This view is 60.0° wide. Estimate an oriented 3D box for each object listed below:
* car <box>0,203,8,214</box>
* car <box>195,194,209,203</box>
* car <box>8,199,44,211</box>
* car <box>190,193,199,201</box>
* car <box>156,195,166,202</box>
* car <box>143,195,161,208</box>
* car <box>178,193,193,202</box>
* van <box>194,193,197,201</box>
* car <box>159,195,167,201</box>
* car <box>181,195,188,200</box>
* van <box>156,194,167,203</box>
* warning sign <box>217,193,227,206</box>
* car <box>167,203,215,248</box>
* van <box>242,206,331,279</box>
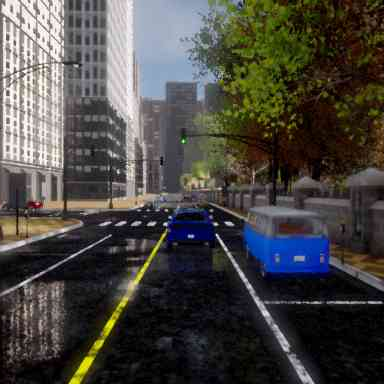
[{"bbox_3d":[-18.293,1.396,27.955,4.206,1.307,1.802,1,0,3],"label":"car"},{"bbox_3d":[1.811,1.505,53.449,1.752,1.417,4.829,0,0,-2],"label":"car"},{"bbox_3d":[-18.281,1.374,36.068,4.206,1.307,1.802,1,0,3],"label":"car"},{"bbox_3d":[0.602,1.264,86.532,2.192,1.841,5.009,0,0,-3],"label":"car"},{"bbox_3d":[-6.946,1.506,75.059,1.887,1.381,4.507,0,0,-2],"label":"car"},{"bbox_3d":[-5.911,1.534,47.347,2.008,1.369,4.403,0,0,-1],"label":"car"},{"bbox_3d":[-1.456,1.372,74.425,2.128,1.511,4.902,0,0,-2],"label":"car"},{"bbox_3d":[1.653,1.316,58.821,1.690,1.788,3.998,0,0,-2],"label":"van"},{"bbox_3d":[-7.414,1.494,86.146,1.887,1.381,4.507,0,0,-3],"label":"car"},{"bbox_3d":[-2.042,1.374,88.204,1.895,1.301,4.718,0,0,-3],"label":"car"},{"bbox_3d":[-6.736,1.308,69.517,1.690,1.788,3.998,0,0,-2],"label":"van"},{"bbox_3d":[4.332,1.098,48.214,1.300,1.860,1.060,0,0,-1],"label":"warning sign"},{"bbox_3d":[-0.058,1.483,14.689,1.882,1.535,5.008,0,0,0],"label":"car"},{"bbox_3d":[2.537,1.339,9.735,1.690,1.788,3.998,0,0,0],"label":"van"}]
